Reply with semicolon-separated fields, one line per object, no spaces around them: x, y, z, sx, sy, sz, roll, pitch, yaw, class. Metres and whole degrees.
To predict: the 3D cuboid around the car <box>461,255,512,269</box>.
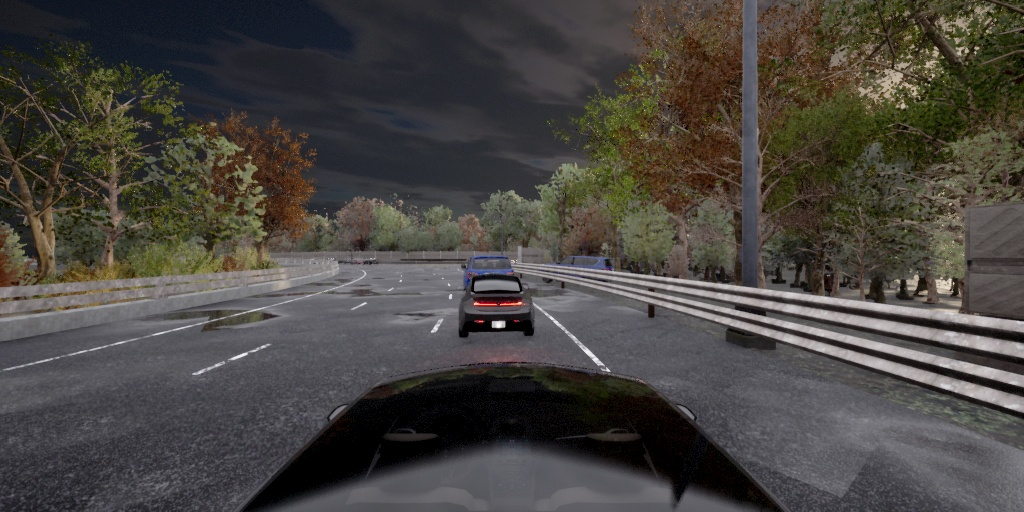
-1.206;0.971;17.204;2.150;2.045;5.566;0;0;-9;car

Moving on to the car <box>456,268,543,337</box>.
-0.519;1.255;10.288;1.837;1.490;4.892;0;0;-5;car

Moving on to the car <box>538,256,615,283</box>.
4.617;1.010;25.808;5.566;2.045;2.150;3;0;33;car
